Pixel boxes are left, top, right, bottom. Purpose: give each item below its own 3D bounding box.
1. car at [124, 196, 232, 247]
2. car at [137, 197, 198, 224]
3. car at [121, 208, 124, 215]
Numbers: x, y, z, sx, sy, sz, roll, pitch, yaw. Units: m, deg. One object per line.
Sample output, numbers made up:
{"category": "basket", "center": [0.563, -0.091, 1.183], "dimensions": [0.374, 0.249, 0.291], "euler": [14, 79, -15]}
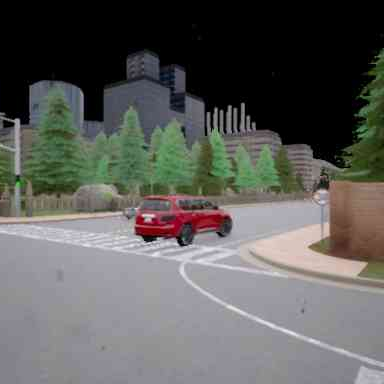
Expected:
{"category": "car", "center": [-0.215, 1.184, 15.251], "dimensions": [2.150, 2.045, 5.566], "euler": [-1, 0, 34]}
{"category": "car", "center": [-1.723, 1.286, 24.873], "dimensions": [2.097, 1.767, 4.553], "euler": [0, 0, 35]}
{"category": "car", "center": [-3.684, 1.520, 28.164], "dimensions": [1.895, 1.301, 4.718], "euler": [0, 0, 35]}
